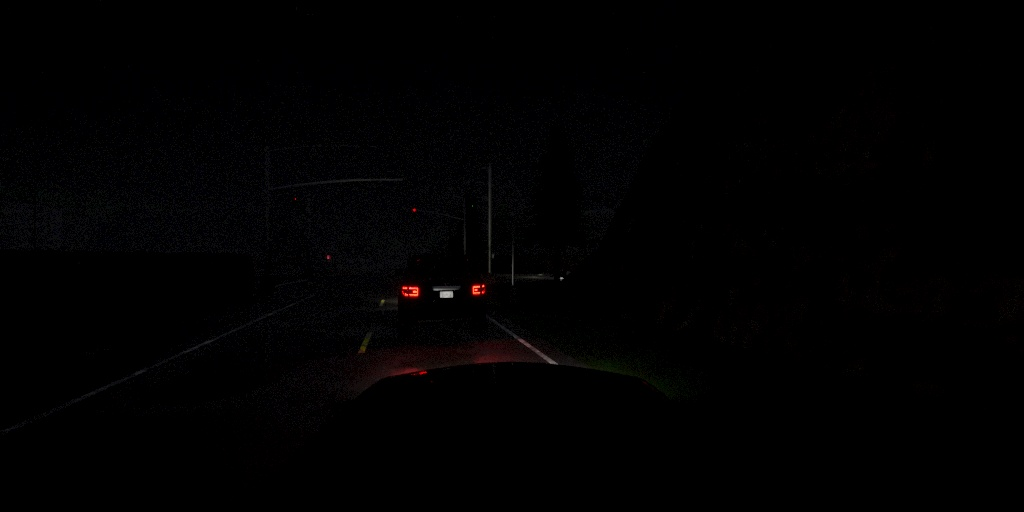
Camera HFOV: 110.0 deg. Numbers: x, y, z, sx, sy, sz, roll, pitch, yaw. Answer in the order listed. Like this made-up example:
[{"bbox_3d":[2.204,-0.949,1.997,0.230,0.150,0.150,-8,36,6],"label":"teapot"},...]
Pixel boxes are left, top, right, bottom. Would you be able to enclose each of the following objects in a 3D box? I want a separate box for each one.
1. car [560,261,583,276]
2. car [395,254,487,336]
[{"bbox_3d":[6.571,1.228,35.306,5.008,1.535,1.882,0,0,-19],"label":"car"},{"bbox_3d":[-2.256,0.971,10.740,2.150,2.045,5.566,0,0,-17],"label":"car"}]
